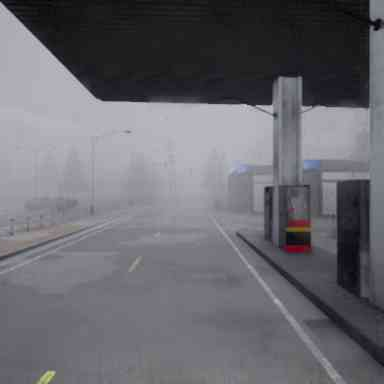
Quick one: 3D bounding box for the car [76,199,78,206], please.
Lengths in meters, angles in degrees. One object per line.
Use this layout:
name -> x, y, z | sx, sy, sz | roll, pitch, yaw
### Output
car -> -16.580, 1.317, 41.313 | 4.514, 1.523, 2.007 | 0, 0, -1

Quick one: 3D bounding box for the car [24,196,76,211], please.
car -> -16.503, 1.310, 38.177 | 5.027, 1.636, 2.152 | 0, 0, -1
